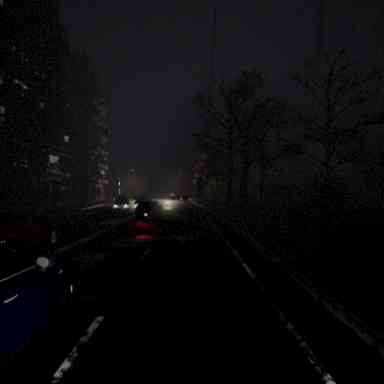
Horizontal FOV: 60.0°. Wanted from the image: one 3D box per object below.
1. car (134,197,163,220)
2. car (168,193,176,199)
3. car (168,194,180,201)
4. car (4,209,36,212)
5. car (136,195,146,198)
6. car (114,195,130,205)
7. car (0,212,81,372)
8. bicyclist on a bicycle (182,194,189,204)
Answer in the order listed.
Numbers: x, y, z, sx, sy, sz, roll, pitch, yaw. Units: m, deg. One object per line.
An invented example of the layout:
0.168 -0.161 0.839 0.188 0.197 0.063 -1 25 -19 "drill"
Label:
-3.545 1.440 27.357 1.837 1.490 4.892 0 0 -2 "car"
-5.653 1.138 93.601 2.033 1.411 5.357 0 0 -8 "car"
-3.931 1.307 78.617 2.128 1.511 4.902 0 0 -6 "car"
-6.669 1.449 12.406 1.882 1.535 5.008 0 0 -1 "car"
-8.389 1.342 54.796 1.882 1.535 5.008 0 0 -4 "car"
-11.696 1.217 55.441 2.097 1.767 4.553 0 0 -4 "car"
-3.160 1.341 4.534 2.097 1.767 4.553 0 0 0 "car"
-0.818 1.234 53.386 0.659 1.776 1.843 0 0 -4 "bicyclist on a bicycle"
